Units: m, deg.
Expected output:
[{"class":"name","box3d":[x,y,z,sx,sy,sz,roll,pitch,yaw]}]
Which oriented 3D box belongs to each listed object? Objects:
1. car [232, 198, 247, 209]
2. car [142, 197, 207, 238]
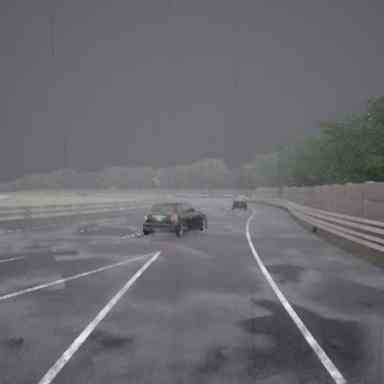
[{"class":"car","box3d":[6.552,1.517,45.757,1.882,1.535,5.008,1,0,8]},{"class":"car","box3d":[-0.791,1.344,18.055,2.097,1.767,4.553,0,0,23]}]
